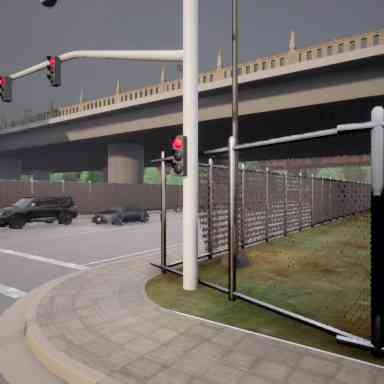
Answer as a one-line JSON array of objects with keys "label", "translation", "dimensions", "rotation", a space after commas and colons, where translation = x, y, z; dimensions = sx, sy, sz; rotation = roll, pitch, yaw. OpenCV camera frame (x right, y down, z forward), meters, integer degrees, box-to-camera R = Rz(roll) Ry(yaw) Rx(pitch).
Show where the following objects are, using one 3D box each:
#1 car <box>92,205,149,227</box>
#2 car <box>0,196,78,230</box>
[{"label": "car", "translation": [-4.993, 1.620, 23.617], "dimensions": [1.994, 1.385, 4.181], "rotation": [0, 0, 35]}, {"label": "car", "translation": [-10.353, 1.275, 22.100], "dimensions": [2.150, 2.045, 5.566], "rotation": [0, 0, 35]}]
